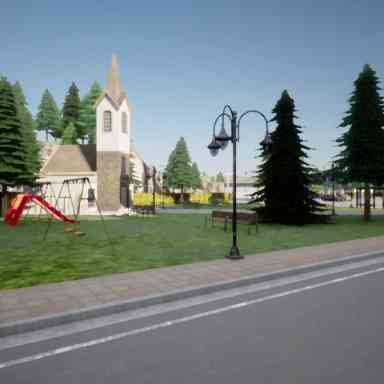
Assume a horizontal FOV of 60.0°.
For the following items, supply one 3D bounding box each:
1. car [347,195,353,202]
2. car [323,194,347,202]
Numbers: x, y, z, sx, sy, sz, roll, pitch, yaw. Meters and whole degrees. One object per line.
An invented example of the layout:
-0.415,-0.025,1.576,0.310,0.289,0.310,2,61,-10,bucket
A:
33.159,1.345,74.396,2.152,1.636,5.027,0,0,-34,car
30.587,1.354,72.599,2.007,1.523,4.514,0,0,-34,car
